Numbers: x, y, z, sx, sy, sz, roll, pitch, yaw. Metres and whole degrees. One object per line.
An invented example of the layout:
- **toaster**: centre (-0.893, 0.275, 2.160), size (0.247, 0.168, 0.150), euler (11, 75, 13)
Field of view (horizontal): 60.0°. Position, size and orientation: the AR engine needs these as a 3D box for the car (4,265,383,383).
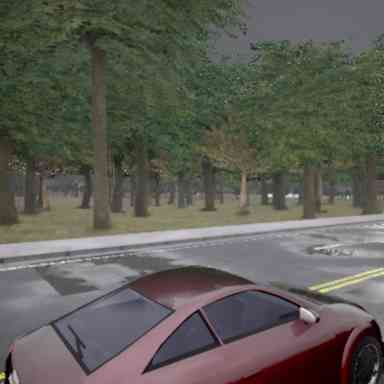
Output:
- **car**: centre (0.297, 1.560, 3.651), size (4.181, 1.385, 1.994), euler (0, 0, -36)
